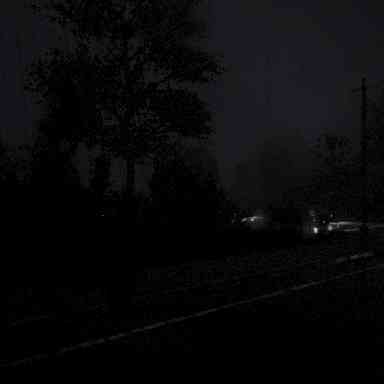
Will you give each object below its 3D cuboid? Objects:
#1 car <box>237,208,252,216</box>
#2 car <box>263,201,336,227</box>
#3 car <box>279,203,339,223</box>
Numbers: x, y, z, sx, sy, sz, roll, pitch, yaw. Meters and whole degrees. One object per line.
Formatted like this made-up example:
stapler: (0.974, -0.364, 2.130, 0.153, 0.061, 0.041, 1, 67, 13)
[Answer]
car: (3.929, 1.769, 33.222, 1.994, 1.385, 4.181, 0, -1, -41)
car: (7.309, 1.426, 23.648, 2.097, 1.767, 4.553, 0, -1, -38)
car: (9.323, 1.651, 26.772, 1.994, 1.385, 4.181, 0, -1, -39)
